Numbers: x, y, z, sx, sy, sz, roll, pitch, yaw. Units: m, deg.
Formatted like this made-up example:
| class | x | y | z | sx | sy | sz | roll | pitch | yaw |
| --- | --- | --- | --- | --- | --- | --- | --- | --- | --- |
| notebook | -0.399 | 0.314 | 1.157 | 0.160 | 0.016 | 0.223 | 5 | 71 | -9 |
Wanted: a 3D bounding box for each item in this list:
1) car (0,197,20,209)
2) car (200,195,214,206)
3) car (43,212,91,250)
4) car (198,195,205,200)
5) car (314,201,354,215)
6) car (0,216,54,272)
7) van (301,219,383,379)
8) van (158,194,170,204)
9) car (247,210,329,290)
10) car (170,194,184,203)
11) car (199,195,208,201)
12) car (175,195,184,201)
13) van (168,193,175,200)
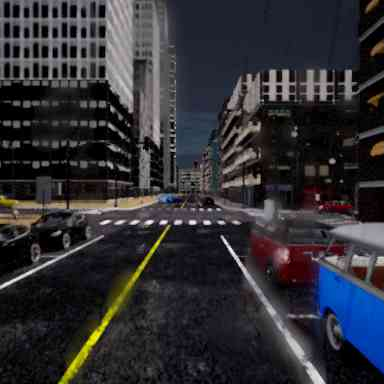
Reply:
| class | x | y | z | sx | sy | sz | roll | pitch | yaw |
| --- | --- | --- | --- | --- | --- | --- | --- | --- | --- |
| car | -22.036 | 1.096 | 37.402 | 4.829 | 1.417 | 1.752 | 1 | -1 | -1 |
| car | 2.683 | 1.525 | 53.941 | 1.947 | 1.339 | 4.313 | 0 | 0 | 0 |
| car | -5.694 | 1.553 | 14.295 | 1.947 | 1.339 | 4.313 | 0 | 0 | 0 |
| car | 2.678 | 1.485 | 92.178 | 1.887 | 1.381 | 4.507 | 0 | 0 | 0 |
| car | 16.023 | 1.726 | 37.750 | 4.097 | 1.590 | 1.967 | 1 | -1 | -1 |
| car | -5.694 | 1.558 | 9.048 | 1.947 | 1.339 | 4.313 | 0 | 0 | 0 |
| van | 2.686 | 1.338 | 3.499 | 1.690 | 1.788 | 3.998 | 0 | 0 | 0 |
| van | -5.700 | 1.295 | 63.906 | 1.690 | 1.788 | 3.998 | 0 | 0 | 0 |
| car | 2.686 | 1.432 | 9.050 | 1.967 | 1.590 | 4.097 | 0 | 0 | 0 |
| car | -3.009 | 1.550 | 66.219 | 1.895 | 1.301 | 4.718 | 0 | 0 | 0 |
| car | 2.679 | 1.496 | 80.871 | 2.008 | 1.369 | 4.403 | 0 | 0 | 0 |
| car | -3.009 | 1.476 | 81.750 | 2.033 | 1.411 | 5.357 | 0 | 0 | 0 |
| van | -5.703 | 1.282 | 92.178 | 1.690 | 1.788 | 3.998 | 0 | 0 | 0 |
